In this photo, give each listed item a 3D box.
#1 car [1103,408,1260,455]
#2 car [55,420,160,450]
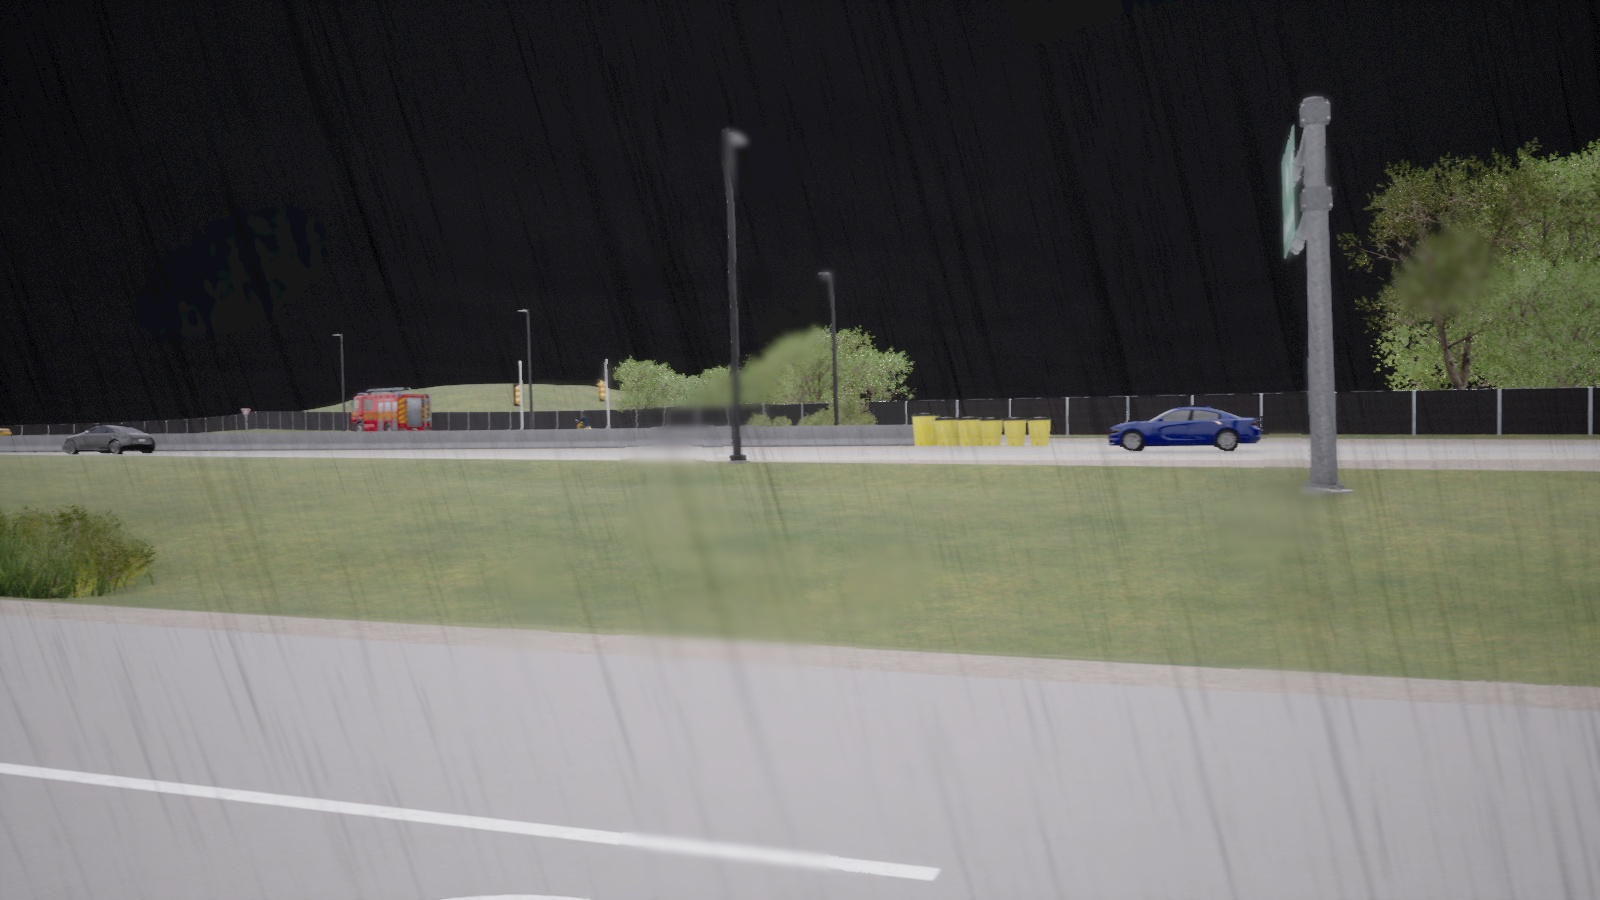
[{"bbox_3d":[13.040,-0.620,42.947,5.008,1.535,1.882,0,1,19],"label":"car"},{"bbox_3d":[-32.421,-0.712,58.819,4.181,1.385,1.994,0,1,19],"label":"car"}]
